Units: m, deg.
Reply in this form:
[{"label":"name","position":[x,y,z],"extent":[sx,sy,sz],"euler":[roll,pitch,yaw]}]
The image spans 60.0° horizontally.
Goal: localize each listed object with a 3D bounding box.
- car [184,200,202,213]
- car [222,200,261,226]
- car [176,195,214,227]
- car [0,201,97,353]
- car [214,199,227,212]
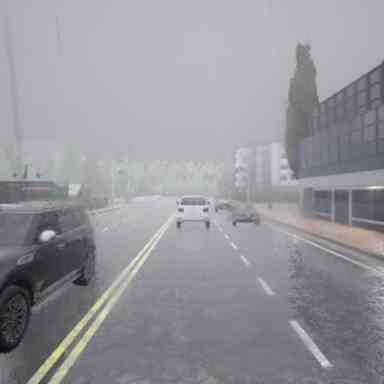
[{"label":"car","position":[0.101,1.615,37.752],"extent":[1.895,1.301,4.718],"euler":[0,0,0]},{"label":"car","position":[3.579,1.557,23.719],"extent":[2.033,1.411,5.357],"euler":[0,0,0]},{"label":"car","position":[0.098,1.234,22.872],"extent":[2.150,2.045,5.566],"euler":[0,0,0]},{"label":"car","position":[-3.552,1.226,6.508],"extent":[2.150,2.045,5.566],"euler":[0,0,1]},{"label":"car","position":[3.578,1.541,39.161],"extent":[1.812,1.442,4.674],"euler":[0,0,1]}]
